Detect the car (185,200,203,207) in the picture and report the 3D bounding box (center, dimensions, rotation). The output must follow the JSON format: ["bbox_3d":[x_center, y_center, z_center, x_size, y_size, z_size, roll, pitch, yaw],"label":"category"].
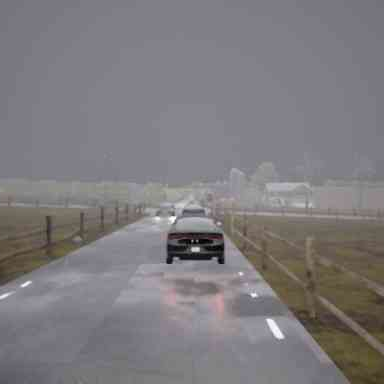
[{"bbox_3d":[0.127,1.676,27.277,1.882,1.535,5.008,0,-1,0],"label":"car"}]

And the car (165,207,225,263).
[{"bbox_3d":[0.107,1.548,12.269,1.882,1.535,5.008,0,0,0],"label":"car"}]

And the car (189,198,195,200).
[{"bbox_3d":[0.043,2.419,90.853,2.128,1.511,4.902,0,-1,0],"label":"car"}]

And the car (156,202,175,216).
[{"bbox_3d":[-2.733,1.812,35.651,1.812,1.442,4.674,0,-1,0],"label":"car"}]
